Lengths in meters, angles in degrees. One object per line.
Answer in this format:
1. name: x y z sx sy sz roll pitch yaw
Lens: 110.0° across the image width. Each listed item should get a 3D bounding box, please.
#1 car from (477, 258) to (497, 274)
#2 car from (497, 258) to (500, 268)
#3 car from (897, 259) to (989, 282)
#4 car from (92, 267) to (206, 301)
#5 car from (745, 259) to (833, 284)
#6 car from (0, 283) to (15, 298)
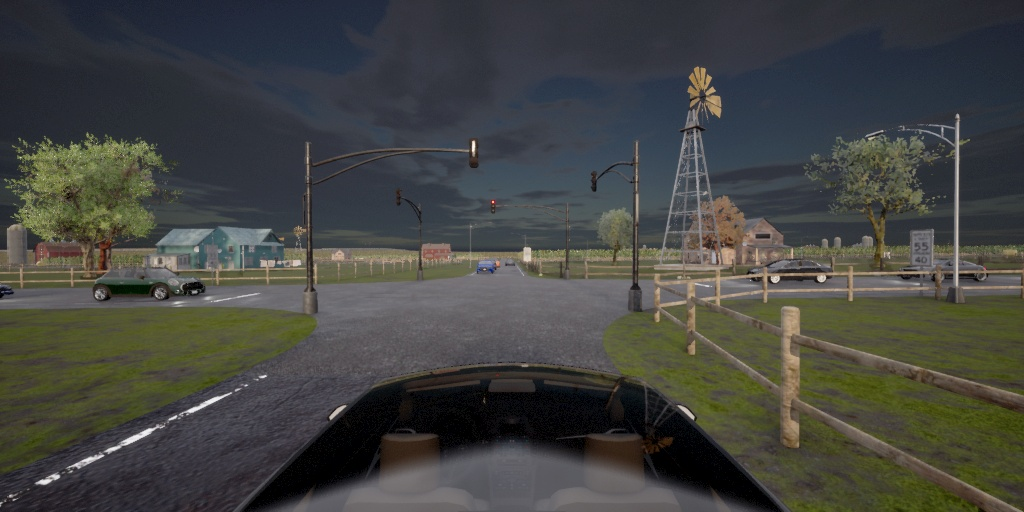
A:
1. car: -3.051 1.222 41.982 1.882 1.535 5.008 0 0 -1
2. car: -3.122 1.293 51.886 2.033 1.411 5.357 0 0 -1
3. car: 27.542 0.885 23.028 4.181 1.385 1.994 -1 1 0
4. car: -19.177 1.372 19.108 4.553 1.767 2.097 -1 1 0
5. car: 17.684 0.957 22.984 4.892 1.490 1.837 -1 1 0
6. car: -30.192 1.718 19.055 5.357 1.411 2.033 -1 1 0
